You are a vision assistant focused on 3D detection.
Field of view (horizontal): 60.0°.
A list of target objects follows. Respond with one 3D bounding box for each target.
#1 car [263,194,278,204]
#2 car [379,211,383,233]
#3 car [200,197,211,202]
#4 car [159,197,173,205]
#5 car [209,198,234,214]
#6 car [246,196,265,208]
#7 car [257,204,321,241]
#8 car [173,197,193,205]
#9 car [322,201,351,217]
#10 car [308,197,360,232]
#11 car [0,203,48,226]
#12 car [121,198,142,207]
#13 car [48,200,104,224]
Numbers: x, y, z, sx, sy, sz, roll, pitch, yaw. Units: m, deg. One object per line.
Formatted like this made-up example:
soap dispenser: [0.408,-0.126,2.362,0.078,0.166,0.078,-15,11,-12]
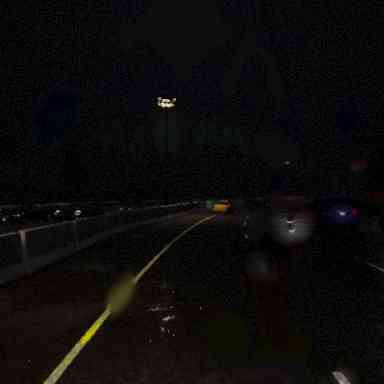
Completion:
car: [15.736,1.420,67.170,2.150,2.045,5.566,0,0,27]
car: [11.793,1.325,17.118,2.150,2.045,5.566,0,0,7]
car: [3.060,1.800,64.507,1.837,1.490,4.892,0,0,24]
car: [-4.578,1.783,64.385,1.837,1.490,4.892,0,0,22]
car: [3.615,1.633,37.566,1.801,1.575,5.366,0,0,14]
car: [10.213,1.774,54.577,1.837,1.490,4.892,0,0,21]
car: [4.792,1.580,17.214,2.128,1.511,4.902,0,0,7]
car: [-1.280,1.787,63.246,1.837,1.490,4.892,0,0,22]
car: [15.331,1.741,35.464,2.033,1.411,5.357,0,0,15]
car: [8.856,1.337,21.330,2.150,2.045,5.566,0,0,9]
car: [-12.060,1.576,24.508,2.128,1.511,4.902,0,0,9]
car: [-10.607,1.719,58.499,1.882,1.535,5.008,0,0,20]
car: [-8.409,1.448,25.135,2.097,1.767,4.553,0,0,10]
